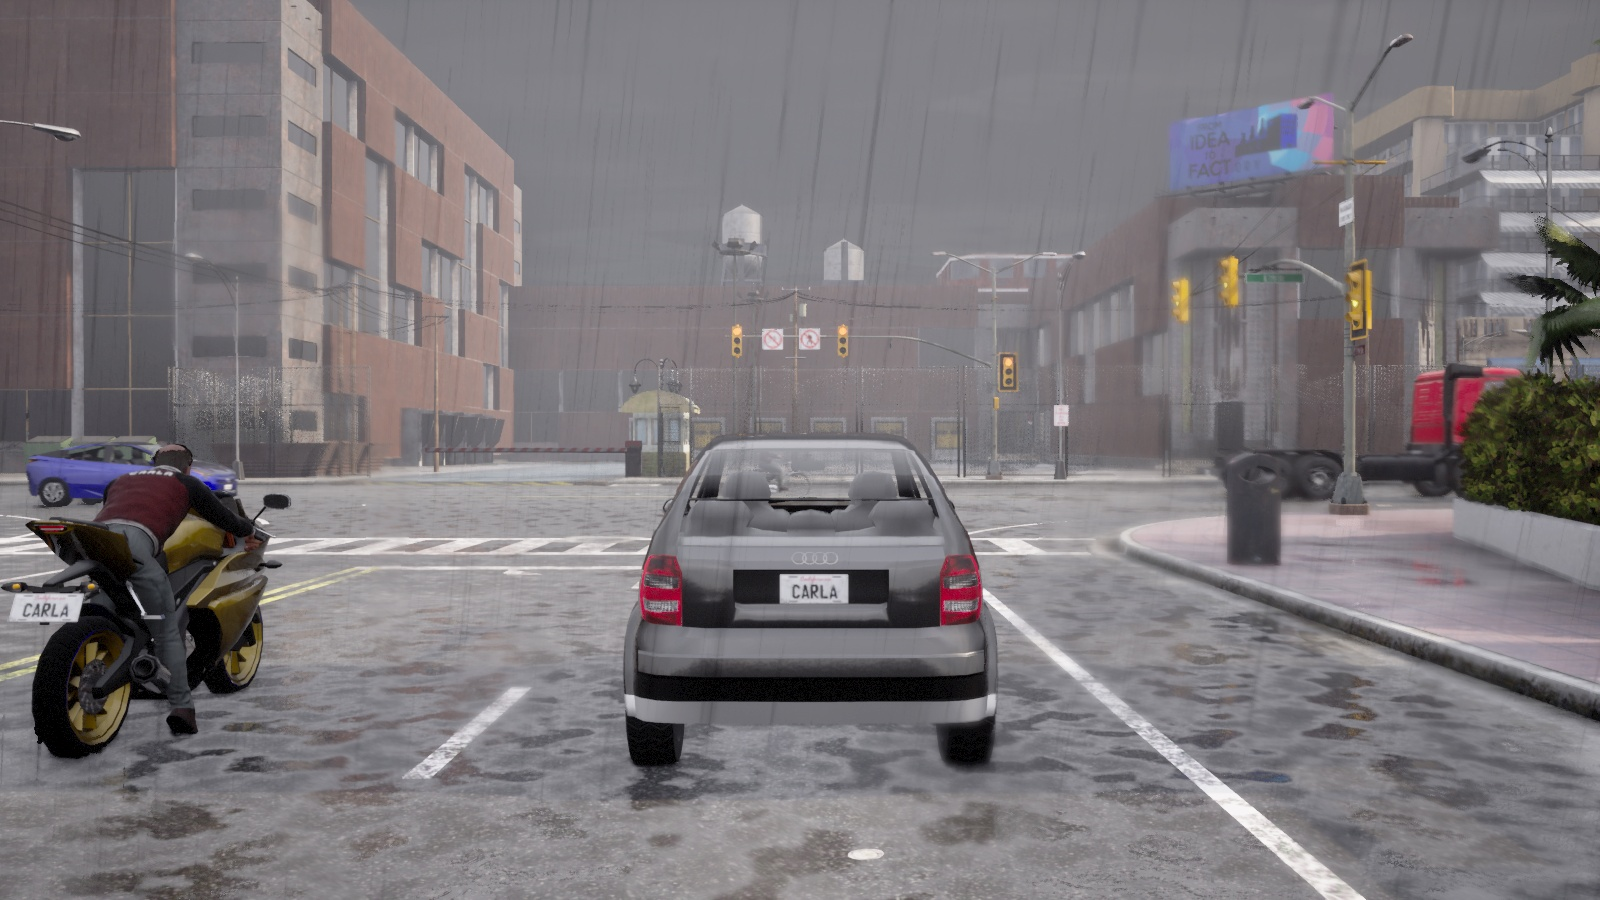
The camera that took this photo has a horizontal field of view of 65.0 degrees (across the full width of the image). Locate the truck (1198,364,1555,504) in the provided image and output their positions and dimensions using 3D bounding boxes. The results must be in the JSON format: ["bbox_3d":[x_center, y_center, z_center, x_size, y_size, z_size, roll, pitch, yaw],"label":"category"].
[{"bbox_3d":[14.760,-0.408,32.703,7.936,3.462,2.891,0,0,4],"label":"truck"}]

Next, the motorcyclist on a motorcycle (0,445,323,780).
[{"bbox_3d":[-3.454,0.740,6.842,0.866,1.530,2.191,0,0,0],"label":"motorcyclist on a motorcycle"}]

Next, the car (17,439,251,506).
[{"bbox_3d":[-15.754,0.512,29.872,4.514,1.525,2.007,0,0,1],"label":"car"}]

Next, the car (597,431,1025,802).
[{"bbox_3d":[0.051,0.685,7.106,1.789,1.549,3.705,0,0,0],"label":"car"}]
